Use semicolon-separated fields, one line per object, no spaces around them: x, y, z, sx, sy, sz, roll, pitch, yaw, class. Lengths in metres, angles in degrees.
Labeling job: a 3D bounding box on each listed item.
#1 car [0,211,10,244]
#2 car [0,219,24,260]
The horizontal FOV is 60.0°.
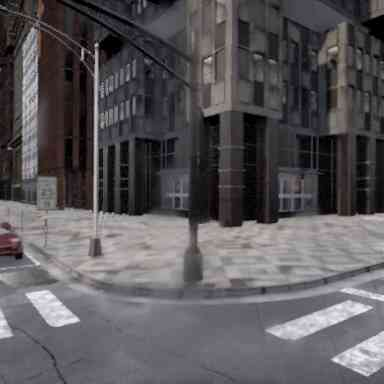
-10.571;1.726;16.741;1.947;1.339;4.313;0;0;-35;car
-7.292;1.708;12.142;1.802;1.307;4.206;0;0;-35;car
